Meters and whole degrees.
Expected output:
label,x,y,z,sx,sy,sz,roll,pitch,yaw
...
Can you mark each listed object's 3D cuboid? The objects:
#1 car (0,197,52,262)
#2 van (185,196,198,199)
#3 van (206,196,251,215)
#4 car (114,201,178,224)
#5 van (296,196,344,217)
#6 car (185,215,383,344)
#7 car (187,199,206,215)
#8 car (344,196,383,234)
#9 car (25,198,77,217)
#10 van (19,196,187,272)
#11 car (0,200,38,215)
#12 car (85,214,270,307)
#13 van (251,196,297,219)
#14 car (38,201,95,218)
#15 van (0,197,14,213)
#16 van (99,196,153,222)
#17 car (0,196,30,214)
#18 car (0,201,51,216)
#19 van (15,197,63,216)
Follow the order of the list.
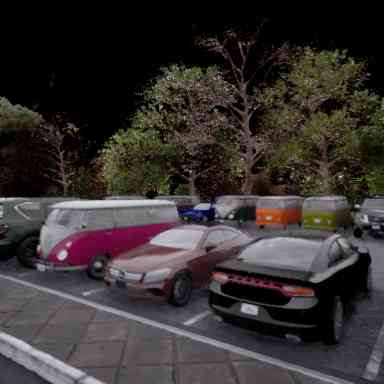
label,x,y,z,sx,sy,sz,roll,pitch,yaw
car,-4.485,1.202,11.534,2.435,2.045,5.566,0,0,36
van,-1.263,1.281,25.165,1.878,1.987,4.442,-1,-1,36
van,3.107,1.226,22.007,1.878,1.987,4.442,0,0,36
car,-3.544,1.539,26.730,1.946,1.575,5.366,-1,-1,36
van,7.740,1.243,18.946,1.878,1.987,4.442,0,0,36
car,2.244,1.478,6.628,2.097,1.535,5.008,0,0,36
car,1.056,1.470,23.640,2.097,1.535,5.008,-1,-1,36
car,9.900,1.226,17.205,2.435,2.045,5.566,0,0,36
car,-14.681,1.597,34.970,2.185,1.767,4.553,-1,-1,36
van,-2.320,1.236,9.790,1.878,1.987,4.442,0,0,36
car,-21.502,1.830,39.711,1.946,1.575,5.366,-1,-1,36
car,-0.001,1.510,8.261,2.002,1.452,4.674,0,0,36
van,5.596,1.235,20.495,1.878,1.987,4.442,0,0,36
car,-12.521,1.688,33.440,2.097,1.535,5.008,-1,-1,36
van,-25.915,1.703,43.274,1.878,1.987,4.442,-1,-1,36
van,-5.615,1.353,28.599,1.878,1.987,4.442,-1,-1,36
car,-23.624,1.623,41.507,2.435,2.045,5.566,-1,-1,36
car,-19.155,1.796,38.234,2.231,1.521,4.892,-1,-1,36
van,-16.840,1.533,36.713,1.878,1.987,4.442,-1,-1,36
